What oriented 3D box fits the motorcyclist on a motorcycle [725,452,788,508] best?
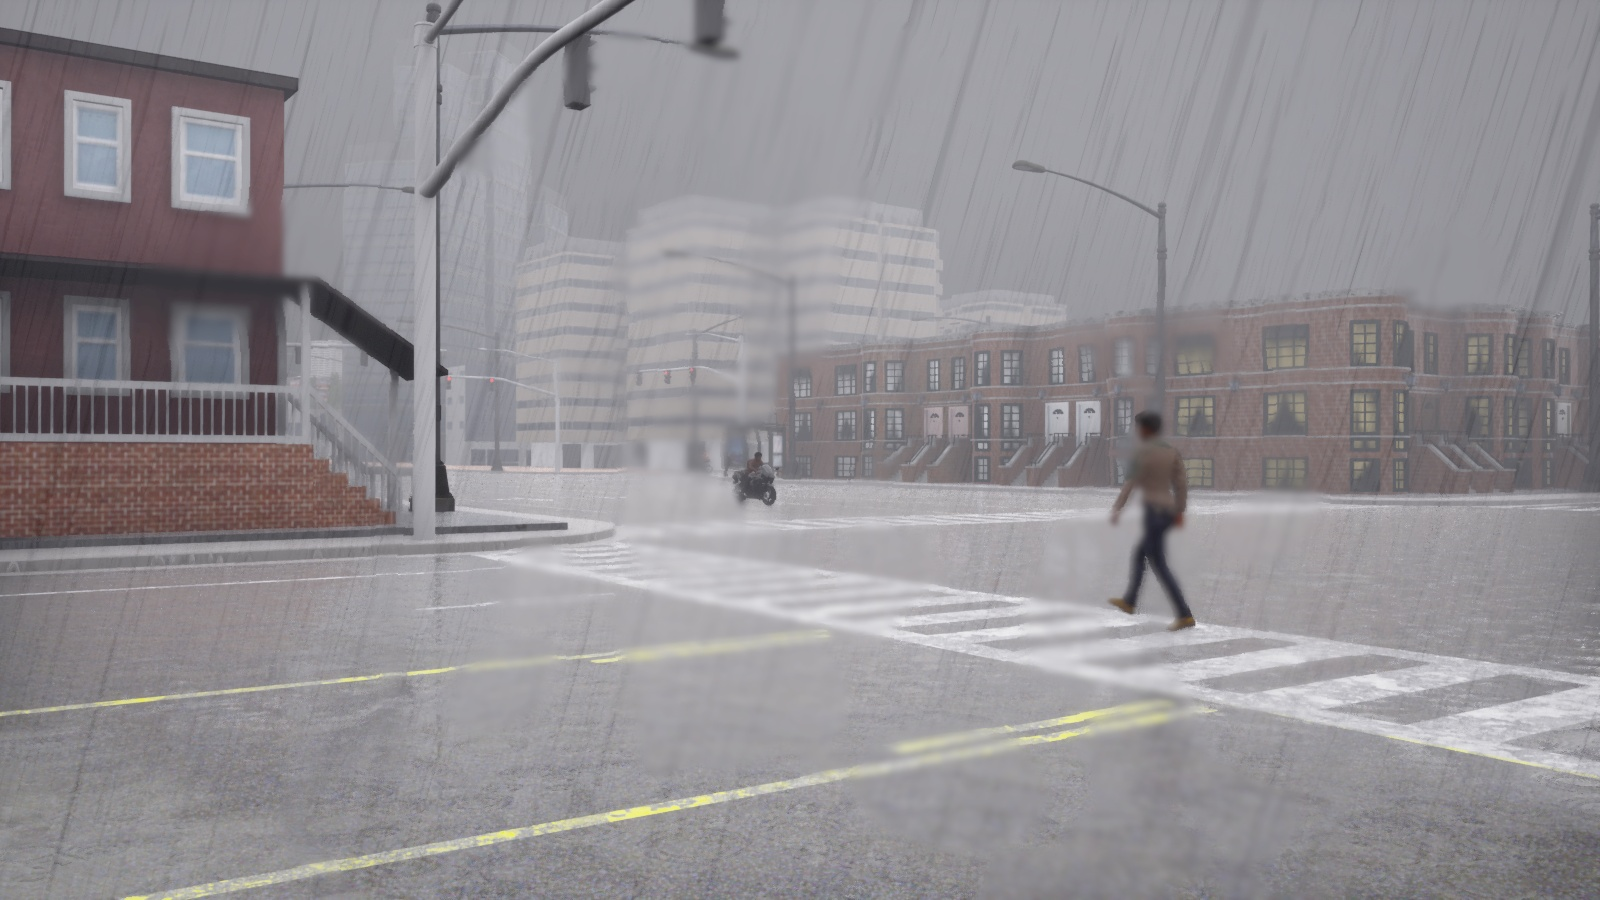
[{"bbox_3d":[-1.231,0.816,35.159,0.797,1.523,2.044,0,0,-35],"label":"motorcyclist on a motorcycle"}]

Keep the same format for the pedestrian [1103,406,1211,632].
[{"bbox_3d":[2.961,0.549,10.463,0.328,1.805,0.869,0,0,-31],"label":"pedestrian"}]
